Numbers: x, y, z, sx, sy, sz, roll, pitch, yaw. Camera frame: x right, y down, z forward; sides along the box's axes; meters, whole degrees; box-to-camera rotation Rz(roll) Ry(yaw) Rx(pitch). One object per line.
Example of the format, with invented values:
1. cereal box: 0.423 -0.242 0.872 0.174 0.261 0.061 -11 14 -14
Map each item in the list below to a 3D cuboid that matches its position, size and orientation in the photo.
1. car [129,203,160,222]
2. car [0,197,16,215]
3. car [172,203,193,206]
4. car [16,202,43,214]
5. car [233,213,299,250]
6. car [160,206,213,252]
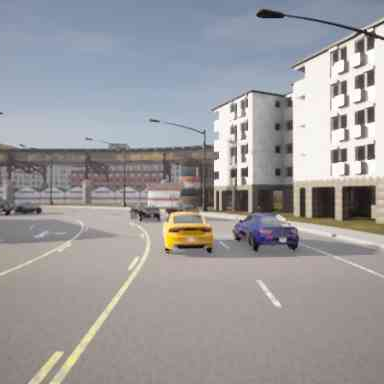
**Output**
1. car: -4.231 1.750 29.401 2.128 1.511 4.902 0 0 -24
2. car: -22.233 1.532 37.351 5.566 2.045 2.150 -1 -1 43
3. car: -1.013 1.763 30.777 2.128 1.511 4.902 0 0 -24
4. car: -19.880 1.896 39.943 5.357 1.411 2.033 -1 -1 43
5. car: 3.186 1.657 14.866 1.812 1.442 4.674 0 0 -6
6. car: -0.309 1.607 14.616 1.882 1.535 5.008 0 0 -6
